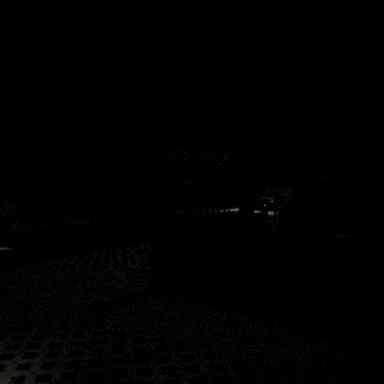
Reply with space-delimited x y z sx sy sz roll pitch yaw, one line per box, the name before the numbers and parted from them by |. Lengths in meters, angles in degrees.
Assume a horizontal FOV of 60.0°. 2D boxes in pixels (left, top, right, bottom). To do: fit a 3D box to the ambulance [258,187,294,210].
ambulance | 9.627 0.699 38.012 2.351 2.431 6.366 3 2 35
